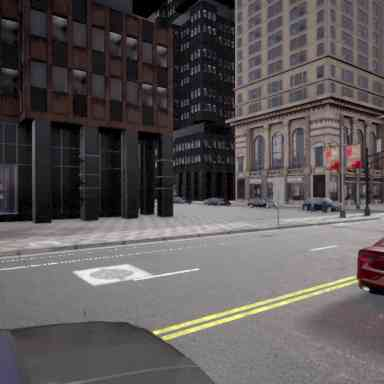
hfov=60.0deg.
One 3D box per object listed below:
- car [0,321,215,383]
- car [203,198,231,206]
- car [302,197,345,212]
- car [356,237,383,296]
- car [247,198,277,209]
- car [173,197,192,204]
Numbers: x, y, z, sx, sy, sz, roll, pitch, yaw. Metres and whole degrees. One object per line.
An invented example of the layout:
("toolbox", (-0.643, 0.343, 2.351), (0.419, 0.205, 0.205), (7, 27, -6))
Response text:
("car", (-2.306, 1.547, 1.799), (5.357, 1.411, 2.033), (0, 0, -35))
("car", (3.995, 1.593, 53.451), (2.033, 1.411, 5.357), (0, 0, -35))
("car", (14.966, 1.375, 37.922), (2.097, 1.767, 4.553), (0, 0, -35))
("car", (5.708, 1.477, 7.516), (5.008, 1.535, 1.882), (0, 0, -36))
("car", (9.688, 1.525, 45.386), (2.128, 1.511, 4.902), (0, 0, -35))
("car", (-2.118, 1.606, 62.157), (2.033, 1.411, 5.357), (0, 0, -35))
